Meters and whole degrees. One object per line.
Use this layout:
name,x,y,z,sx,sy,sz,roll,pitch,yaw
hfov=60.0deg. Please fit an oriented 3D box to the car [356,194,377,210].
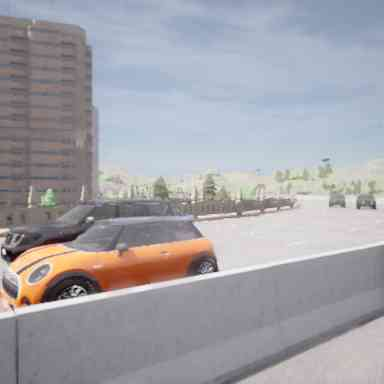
car,23.357,1.288,44.633,2.150,2.045,5.566,0,-1,24

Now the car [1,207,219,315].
car,-1.599,1.378,7.396,4.553,1.767,2.097,0,0,-39

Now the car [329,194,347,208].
car,21.767,1.304,49.792,2.150,2.045,5.566,0,0,22

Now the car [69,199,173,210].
car,-2.917,1.260,10.741,5.566,2.045,2.150,0,0,-39

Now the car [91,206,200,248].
car,-2.083,1.529,16.023,5.008,1.535,1.882,0,0,-42
